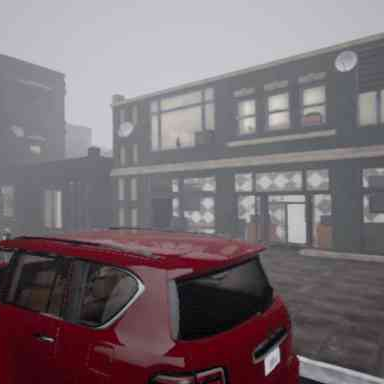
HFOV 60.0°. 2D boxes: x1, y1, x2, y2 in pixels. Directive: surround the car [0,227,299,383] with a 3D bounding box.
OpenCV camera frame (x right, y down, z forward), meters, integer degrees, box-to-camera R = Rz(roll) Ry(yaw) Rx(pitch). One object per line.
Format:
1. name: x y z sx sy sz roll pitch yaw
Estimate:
1. car: -1.351 1.354 3.849 5.009 1.841 2.192 -1 -1 36
